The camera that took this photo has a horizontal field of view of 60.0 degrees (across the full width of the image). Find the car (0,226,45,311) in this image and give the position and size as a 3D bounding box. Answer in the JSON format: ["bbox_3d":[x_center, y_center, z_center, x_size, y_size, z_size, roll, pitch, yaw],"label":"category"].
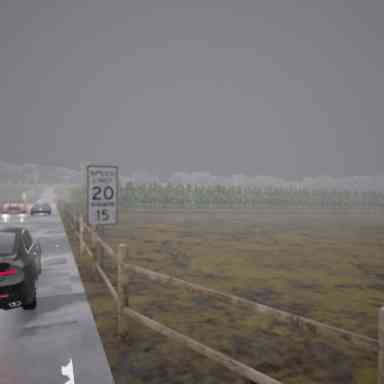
[{"bbox_3d":[-4.408,1.509,7.395,1.837,1.490,4.892,0,0,-23],"label":"car"}]

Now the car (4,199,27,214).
[{"bbox_3d":[-20.567,1.601,38.843,2.097,1.767,4.553,0,-1,-23],"label":"car"}]

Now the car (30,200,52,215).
[{"bbox_3d":[-16.402,1.757,36.169,1.994,1.385,4.181,0,-1,-22],"label":"car"}]

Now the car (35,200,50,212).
[{"bbox_3d":[-20.275,1.847,45.264,1.812,1.442,4.674,0,-1,-23],"label":"car"}]
